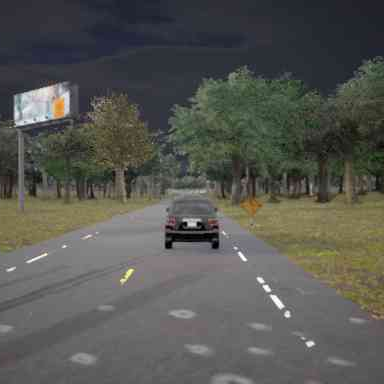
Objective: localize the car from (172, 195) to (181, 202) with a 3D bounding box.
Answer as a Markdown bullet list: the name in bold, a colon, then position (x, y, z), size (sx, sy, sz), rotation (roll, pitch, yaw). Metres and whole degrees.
- **car**: position (-3.500, 1.456, 76.725), size (1.994, 1.385, 4.181), rotation (0, 0, 0)

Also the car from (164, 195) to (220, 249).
- **car**: position (0.000, 1.262, 14.684), size (2.150, 2.045, 5.566), rotation (0, 0, 0)

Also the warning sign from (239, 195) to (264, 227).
- **warning sign**: position (3.531, 1.120, 19.855), size (1.300, 1.860, 1.060), rotation (-1, -1, 0)

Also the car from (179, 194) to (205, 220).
- **car**: position (0.000, 1.264, 29.687), size (2.150, 2.045, 5.566), rotation (0, 0, 0)
